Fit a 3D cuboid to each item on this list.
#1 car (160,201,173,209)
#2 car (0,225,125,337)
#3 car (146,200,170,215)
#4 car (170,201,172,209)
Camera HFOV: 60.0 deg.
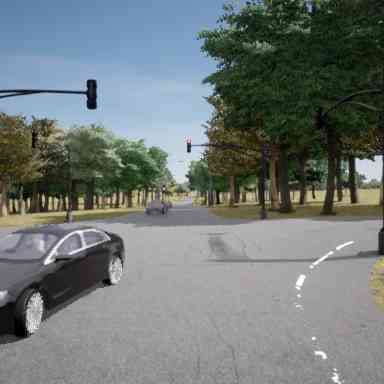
[{"bbox_3d":[-4.607,2.339,61.374,2.033,1.411,5.357,0,-1,-1],"label":"car"},{"bbox_3d":[-3.034,1.493,6.843,2.128,1.511,4.902,0,0,13],"label":"car"},{"bbox_3d":[-4.172,1.738,39.448,2.097,1.767,4.553,0,-1,0],"label":"car"},{"bbox_3d":[-4.362,2.164,49.693,1.895,1.301,4.718,0,-1,-1],"label":"car"}]
